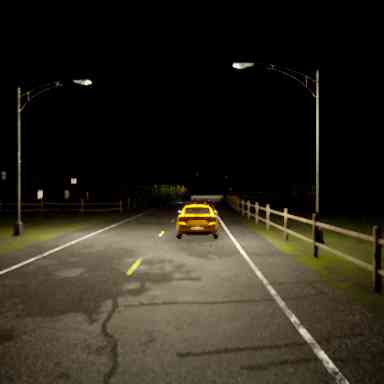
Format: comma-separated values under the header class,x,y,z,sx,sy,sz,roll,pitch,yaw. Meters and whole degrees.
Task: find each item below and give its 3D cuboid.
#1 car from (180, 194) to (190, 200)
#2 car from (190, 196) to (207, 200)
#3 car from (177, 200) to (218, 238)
class,x,y,z,sx,sy,sz,roll,pitch,yaw
car,-1.248,1.123,63.413,1.882,1.535,5.008,0,0,4
car,1.089,1.375,42.006,1.895,1.301,4.718,0,0,3
car,0.284,1.392,17.042,1.882,1.535,5.008,0,1,1
